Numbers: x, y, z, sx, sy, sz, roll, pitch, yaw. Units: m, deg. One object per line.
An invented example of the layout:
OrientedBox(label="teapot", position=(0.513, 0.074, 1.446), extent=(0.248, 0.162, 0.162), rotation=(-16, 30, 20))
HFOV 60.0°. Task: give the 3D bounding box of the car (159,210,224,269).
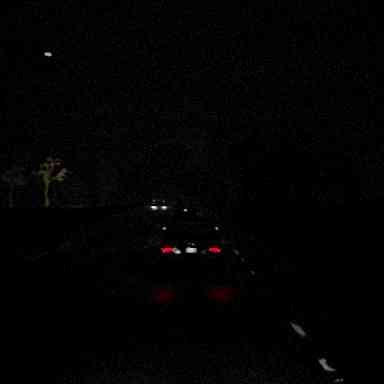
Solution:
OrientedBox(label="car", position=(-0.045, 1.541, 11.059), extent=(2.033, 1.411, 5.357), rotation=(0, 0, -1))

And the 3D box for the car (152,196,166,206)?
OrientedBox(label="car", position=(-5.290, 1.435, 54.452), extent=(2.097, 1.767, 4.553), rotation=(0, -1, -2))

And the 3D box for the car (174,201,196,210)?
OrientedBox(label="car", position=(-0.647, 1.517, 30.591), extent=(1.994, 1.385, 4.181), rotation=(0, 0, -2))
